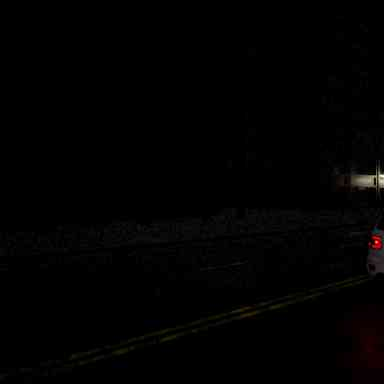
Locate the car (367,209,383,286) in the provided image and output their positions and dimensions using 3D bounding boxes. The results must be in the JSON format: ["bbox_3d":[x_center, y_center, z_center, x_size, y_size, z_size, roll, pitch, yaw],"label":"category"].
[{"bbox_3d":[6.513,1.267,8.126,5.566,2.045,2.150,0,0,-35],"label":"car"}]
